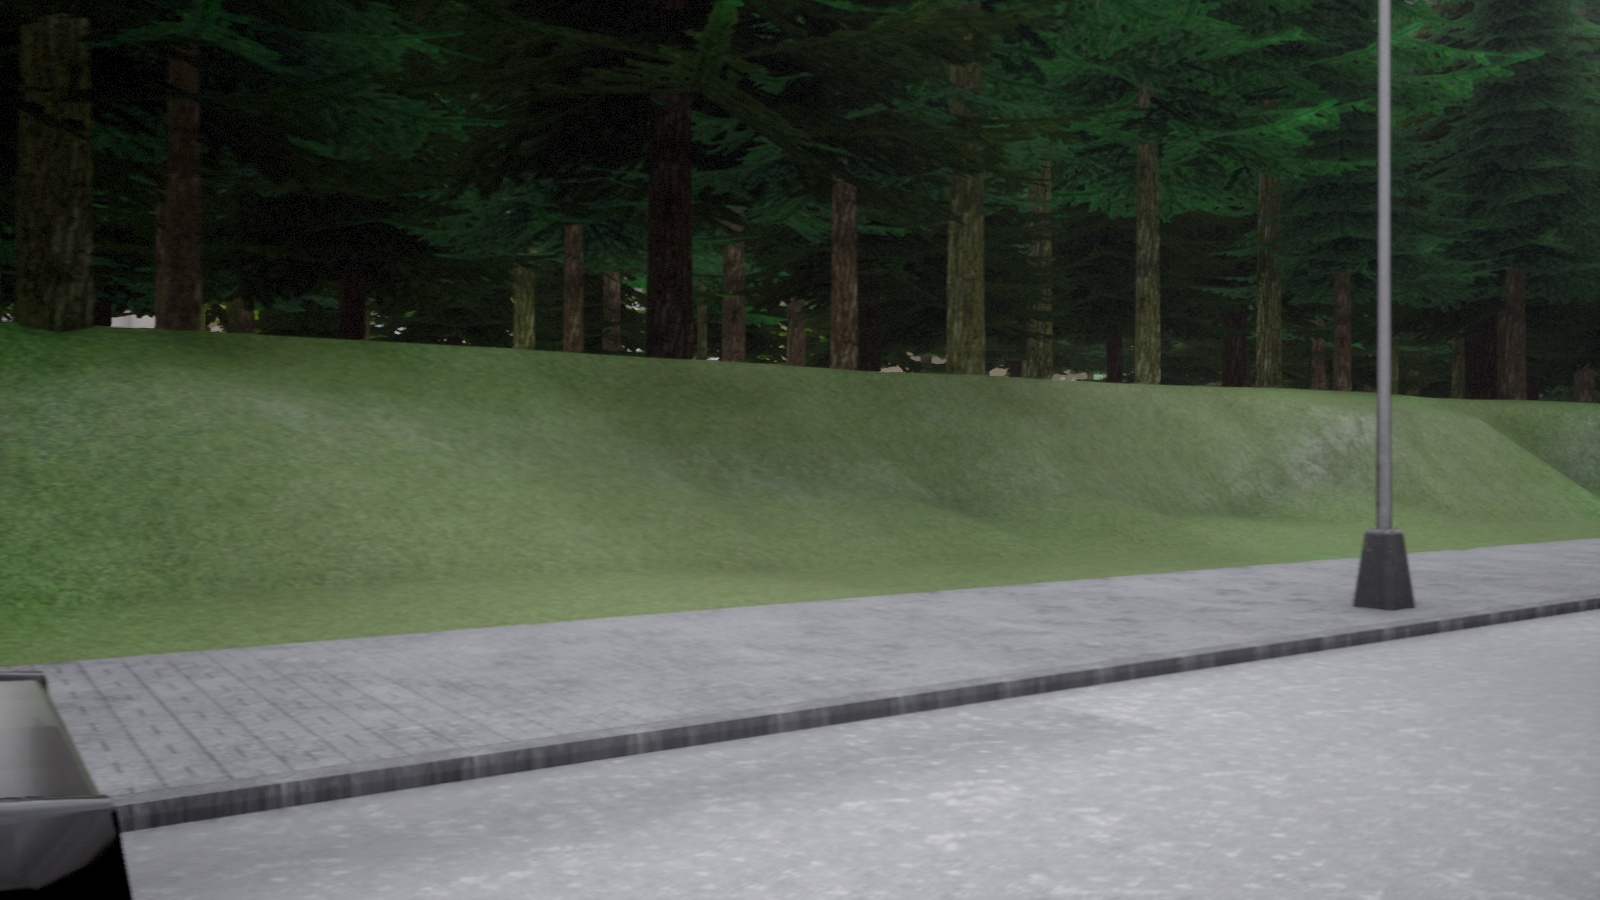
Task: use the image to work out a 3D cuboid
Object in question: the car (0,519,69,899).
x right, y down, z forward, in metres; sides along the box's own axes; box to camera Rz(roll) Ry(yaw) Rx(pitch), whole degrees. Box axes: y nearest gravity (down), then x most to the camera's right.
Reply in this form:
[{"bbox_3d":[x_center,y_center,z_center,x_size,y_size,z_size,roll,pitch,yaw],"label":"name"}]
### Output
[{"bbox_3d":[-3.767,0.857,1.646,4.718,1.301,1.895,0,0,-35],"label":"car"}]
